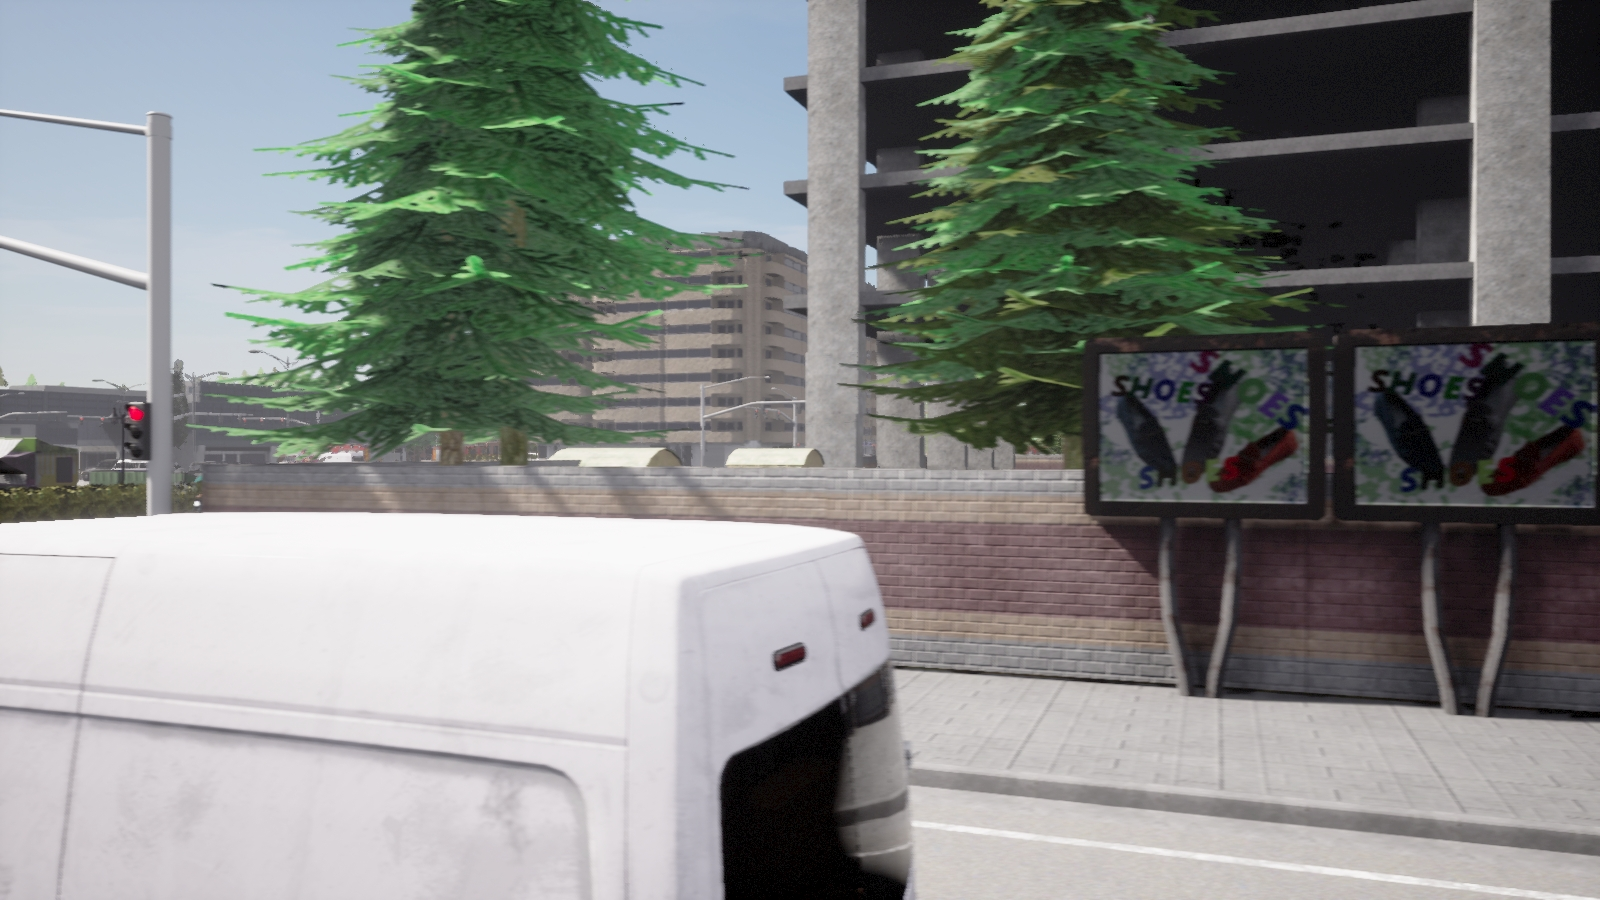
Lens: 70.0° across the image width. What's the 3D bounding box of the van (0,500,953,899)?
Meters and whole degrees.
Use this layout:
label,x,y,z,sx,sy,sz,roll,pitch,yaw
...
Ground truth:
label,x,y,z,sx,sy,sz,roll,pitch,yaw
van,-2.563,1.534,4.237,5.915,2.561,1.988,0,0,20
